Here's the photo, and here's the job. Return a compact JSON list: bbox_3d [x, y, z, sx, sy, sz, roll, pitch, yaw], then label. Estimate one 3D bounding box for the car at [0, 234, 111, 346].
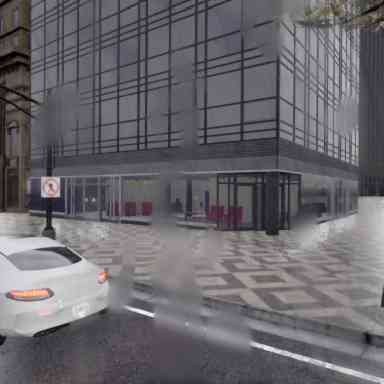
[{"bbox_3d":[-3.487,1.524,6.168,4.674,1.442,1.812,0,0,35],"label":"car"}]
